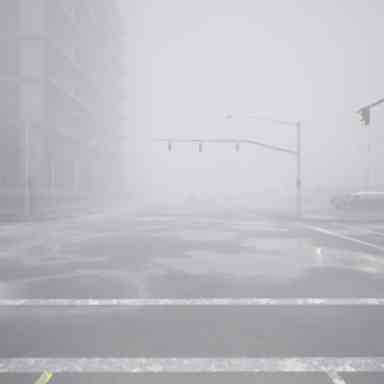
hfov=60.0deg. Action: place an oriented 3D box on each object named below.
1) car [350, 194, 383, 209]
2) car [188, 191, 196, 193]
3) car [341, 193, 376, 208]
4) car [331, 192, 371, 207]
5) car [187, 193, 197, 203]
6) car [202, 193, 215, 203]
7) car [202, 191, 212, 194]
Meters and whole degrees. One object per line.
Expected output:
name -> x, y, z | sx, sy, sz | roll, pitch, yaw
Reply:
car -> 25.143, 1.329, 47.178 | 3.806, 1.475, 1.970 | 0, 0, 1
car -> -0.049, 0.896, 74.366 | 2.150, 2.045, 5.566 | 0, 0, 0
car -> 25.175, 1.290, 50.072 | 3.905, 1.438, 1.784 | 0, 0, 1
car -> 25.153, 1.073, 52.756 | 4.605, 1.855, 1.932 | 0, 0, 1
car -> -0.088, 1.383, 63.915 | 2.033, 1.411, 5.357 | 0, 0, 0
car -> 3.414, 1.360, 64.319 | 1.812, 1.442, 4.674 | 0, 0, 0
car -> 3.451, 0.896, 74.353 | 2.150, 2.045, 5.566 | 0, 0, 0
